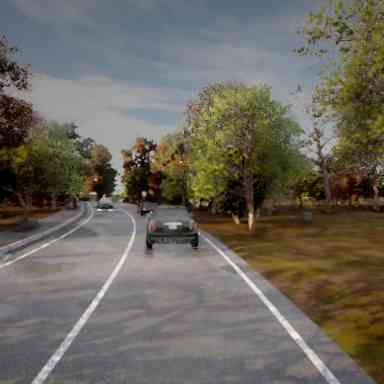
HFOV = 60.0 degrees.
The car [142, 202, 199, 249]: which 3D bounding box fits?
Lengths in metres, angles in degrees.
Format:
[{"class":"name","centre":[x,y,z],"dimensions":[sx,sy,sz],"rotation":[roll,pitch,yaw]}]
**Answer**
[{"class":"car","centre":[-0.972,1.366,14.875],"dimensions":[2.097,1.767,4.553],"rotation":[0,0,-6]}]

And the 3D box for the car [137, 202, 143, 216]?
[{"class":"car","centre":[-4.326,1.618,32.785],"dimensions":[1.895,1.301,4.718],"rotation":[1,0,-14]}]

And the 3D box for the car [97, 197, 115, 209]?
[{"class":"car","centre":[-11.238,1.438,43.243],"dimensions":[1.812,1.442,4.674],"rotation":[1,0,-18]}]
